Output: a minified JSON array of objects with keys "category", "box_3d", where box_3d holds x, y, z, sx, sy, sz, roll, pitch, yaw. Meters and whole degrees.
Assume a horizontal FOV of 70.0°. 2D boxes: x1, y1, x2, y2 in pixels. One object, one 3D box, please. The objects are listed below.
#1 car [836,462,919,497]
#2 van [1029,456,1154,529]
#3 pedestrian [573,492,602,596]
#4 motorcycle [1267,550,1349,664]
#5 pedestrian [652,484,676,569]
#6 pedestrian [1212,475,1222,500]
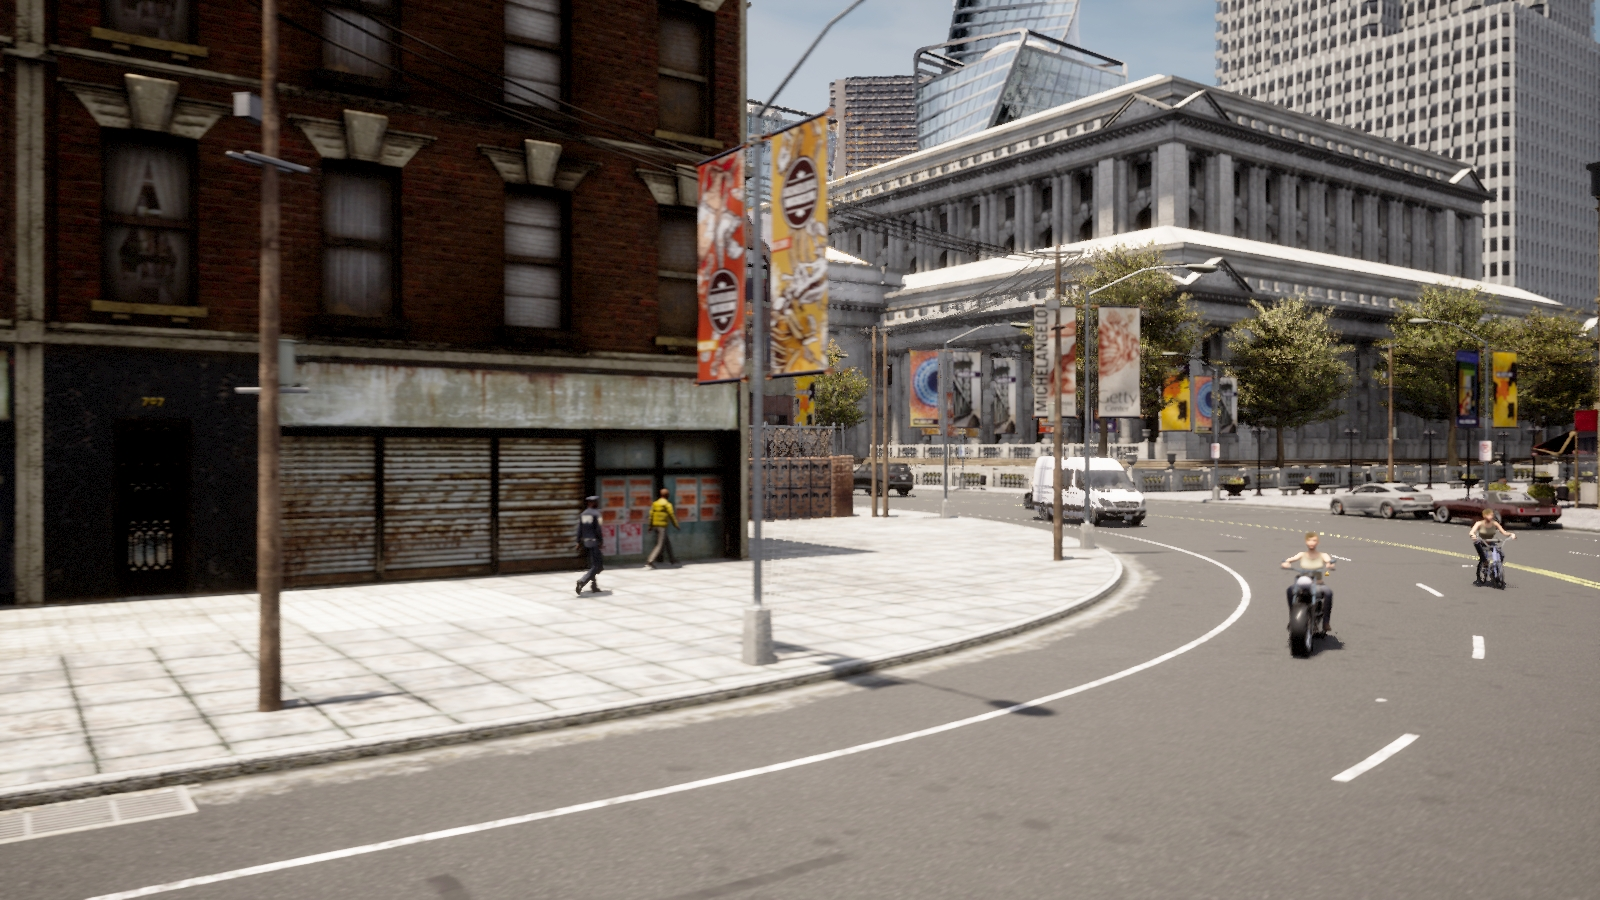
[{"category":"car","box_3d":[4.764,1.802,70.896,2.150,2.045,5.566,0,0,-34]},{"category":"van","box_3d":[11.062,1.546,43.918,1.988,2.561,5.915,0,0,-15]},{"category":"pedestrian","box_3d":[-3.871,1.704,20.820,0.375,1.860,0.375,0,0,31]},{"category":"motorcycle","box_3d":[7.256,2.173,16.252,0.764,1.277,2.356,-1,0,31]},{"category":"pedestrian","box_3d":[-3.043,1.705,25.597,0.375,1.860,0.375,0,0,44]},{"category":"pedestrian","box_3d":[22.272,1.991,61.015,0.375,1.300,0.375,0,0,-32]}]
